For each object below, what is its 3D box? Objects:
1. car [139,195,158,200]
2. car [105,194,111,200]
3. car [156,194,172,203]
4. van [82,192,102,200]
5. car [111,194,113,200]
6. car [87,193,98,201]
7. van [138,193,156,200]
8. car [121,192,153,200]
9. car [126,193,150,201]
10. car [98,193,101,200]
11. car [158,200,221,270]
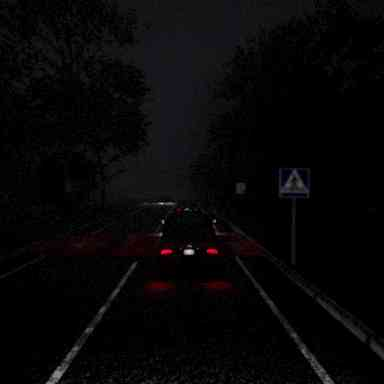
[{"bbox_3d":[-11.899,1.522,91.129,5.008,1.535,2.097,0,-1,-1],"label":"car"},{"bbox_3d":[-24.920,1.468,88.194,5.008,1.535,2.097,0,-1,-1],"label":"car"},{"bbox_3d":[-4.218,1.060,53.598,1.994,1.385,4.181,0,0,-1],"label":"car"},{"bbox_3d":[-24.948,1.116,82.784,4.442,1.987,1.878,0,-1,-1],"label":"van"},{"bbox_3d":[-24.970,1.536,91.089,5.008,1.535,2.097,0,-1,-1],"label":"car"},{"bbox_3d":[-24.715,0.905,74.482,5.566,2.045,2.435,0,-1,-1],"label":"car"},{"bbox_3d":[-11.963,1.232,88.357,4.442,1.987,1.878,0,-1,-1],"label":"van"},{"bbox_3d":[-11.323,1.051,68.947,5.366,1.575,1.946,0,-1,-1],"label":"car"},{"bbox_3d":[-11.562,1.096,71.711,4.892,1.521,2.231,0,-1,-1],"label":"car"},{"bbox_3d":[-24.776,1.279,80.011,4.892,1.521,2.231,0,-1,-1],"label":"car"},{"bbox_3d":[-0.100,1.383,11.223,2.033,1.411,5.357,0,5,-1],"label":"car"}]
